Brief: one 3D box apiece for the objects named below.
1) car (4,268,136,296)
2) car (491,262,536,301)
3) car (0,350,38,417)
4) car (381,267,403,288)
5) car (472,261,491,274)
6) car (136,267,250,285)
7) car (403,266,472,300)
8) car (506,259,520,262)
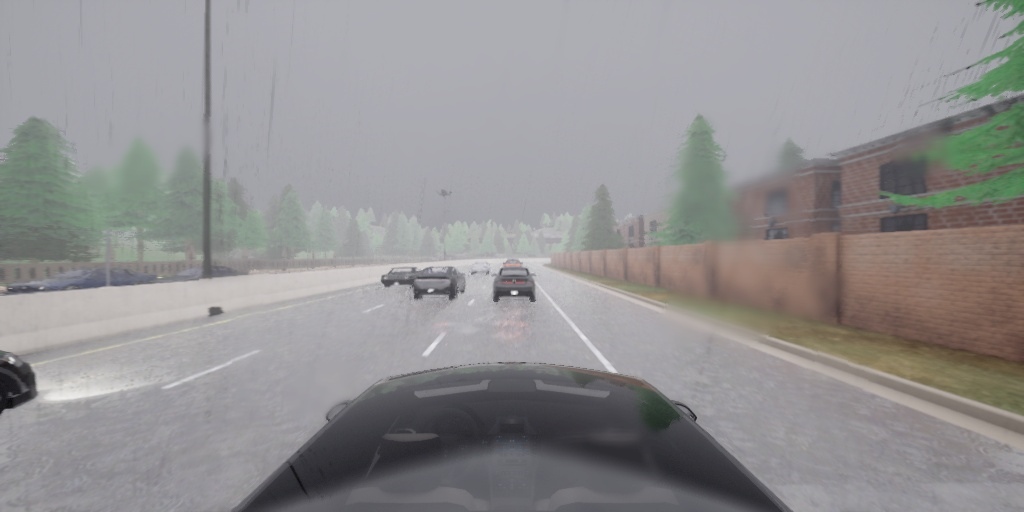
[{"bbox_3d":[-21.025,1.290,18.060,2.033,1.411,5.357,0,0,0],"label":"car"},{"bbox_3d":[0.097,1.251,17.238,1.837,1.490,4.892,0,0,0],"label":"car"},{"bbox_3d":[-6.901,1.313,2.650,1.994,1.385,4.181,0,0,0],"label":"car"},{"bbox_3d":[-6.906,1.343,23.623,1.895,1.301,4.718,0,0,0],"label":"car"},{"bbox_3d":[-3.407,1.263,39.822,1.812,1.442,4.674,0,0,0],"label":"car"},{"bbox_3d":[-17.505,1.342,20.476,2.033,1.411,5.357,0,0,0],"label":"car"},{"bbox_3d":[-3.407,1.237,17.469,2.128,1.511,4.902,0,0,0],"label":"car"},{"bbox_3d":[0.090,1.090,38.639,2.097,1.767,4.553,0,0,0],"label":"car"}]
